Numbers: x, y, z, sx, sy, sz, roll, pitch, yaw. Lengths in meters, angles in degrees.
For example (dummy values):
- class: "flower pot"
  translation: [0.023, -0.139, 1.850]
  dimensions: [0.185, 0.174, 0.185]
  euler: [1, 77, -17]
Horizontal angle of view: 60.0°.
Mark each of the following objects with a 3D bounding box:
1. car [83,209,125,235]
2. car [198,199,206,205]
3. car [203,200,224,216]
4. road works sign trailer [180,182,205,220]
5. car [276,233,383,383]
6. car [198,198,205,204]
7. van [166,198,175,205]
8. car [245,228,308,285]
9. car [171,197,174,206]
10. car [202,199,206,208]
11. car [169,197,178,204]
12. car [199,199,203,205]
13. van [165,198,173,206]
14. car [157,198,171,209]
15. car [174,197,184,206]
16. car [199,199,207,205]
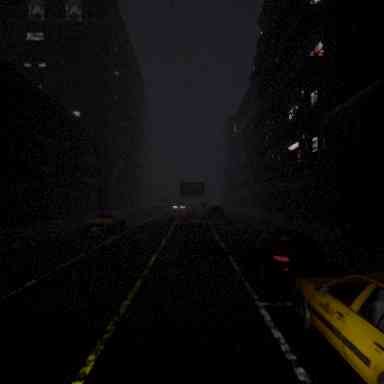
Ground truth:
- class: "car"
  translation: [-5.279, 1.731, 20.424]
  dimensions: [1.752, 1.417, 4.829]
  euler: [2, -1, 0]
- class: "car"
  translation: [2.645, 2.569, 86.881]
  dimensions: [1.887, 1.381, 4.507]
  euler: [1, -1, 0]
- class: "car"
  translation: [2.611, 1.934, 37.109]
  dimensions: [1.887, 1.381, 4.507]
  euler: [1, -1, 0]
- class: "road works sign trailer"
  translation: [0.019, 0.793, 31.790]
  dimensions: [2.380, 3.560, 2.880]
  euler: [0, -1, 0]
- class: "car"
  translation: [2.589, 1.566, 4.102]
  dimensions: [1.752, 1.417, 4.829]
  euler: [2, -1, 0]
- class: "car"
  translation: [2.658, 2.543, 92.414]
  dimensions: [1.967, 1.590, 4.097]
  euler: [1, -1, 0]
- class: "van"
  translation: [-5.235, 2.289, 81.421]
  dimensions: [1.690, 1.788, 3.998]
  euler: [1, -1, 0]
- class: "car"
  translation: [2.591, 1.676, 9.460]
  dimensions: [1.802, 1.307, 4.206]
  euler: [1, -1, 0]
- class: "car"
  translation: [-5.244, 2.043, 64.832]
  dimensions: [2.192, 1.841, 5.009]
  euler: [2, -1, 0]
- class: "car"
  translation: [2.615, 1.981, 42.811]
  dimensions: [1.752, 1.417, 4.829]
  euler: [1, -1, 0]
- class: "car"
  translation: [-5.226, 2.418, 92.481]
  dimensions: [2.192, 1.841, 5.009]
  euler: [1, -1, 0]
- class: "car"
  translation: [2.626, 2.202, 59.230]
  dimensions: [1.887, 1.381, 4.507]
  euler: [1, -1, 0]
- class: "van"
  translation: [-5.238, 2.213, 75.890]
  dimensions: [1.690, 1.788, 3.998]
  euler: [2, -1, 0]
- class: "car"
  translation: [-5.254, 2.181, 59.129]
  dimensions: [1.752, 1.417, 4.829]
  euler: [2, -1, 0]
- class: "car"
  translation: [-2.700, 2.160, 71.100]
  dimensions: [2.097, 1.767, 4.553]
  euler: [0, -1, 0]
- class: "car"
  translation: [2.641, 2.492, 81.351]
  dimensions: [1.887, 1.381, 4.507]
  euler: [1, -1, 0]
